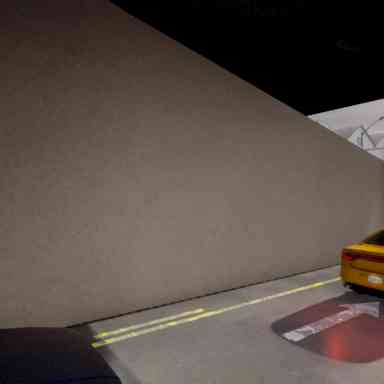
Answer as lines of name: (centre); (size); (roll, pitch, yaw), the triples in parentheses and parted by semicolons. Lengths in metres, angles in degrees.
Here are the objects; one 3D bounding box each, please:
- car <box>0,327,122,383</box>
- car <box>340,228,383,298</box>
car: (-2.983, 1.547, 1.659); (5.357, 1.411, 2.033); (0, 0, -35)
car: (5.431, 1.478, 7.636); (5.008, 1.535, 1.882); (0, 0, -35)
